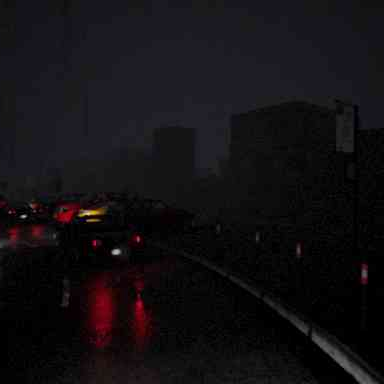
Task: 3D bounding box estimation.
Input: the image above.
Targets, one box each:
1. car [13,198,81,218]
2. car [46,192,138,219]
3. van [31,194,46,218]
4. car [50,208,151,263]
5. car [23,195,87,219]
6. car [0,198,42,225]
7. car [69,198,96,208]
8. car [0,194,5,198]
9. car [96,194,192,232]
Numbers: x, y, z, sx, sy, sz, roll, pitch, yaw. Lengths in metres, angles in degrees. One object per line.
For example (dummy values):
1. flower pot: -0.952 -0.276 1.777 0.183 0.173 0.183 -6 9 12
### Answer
1. car: -13.265 1.369 30.660 5.366 1.575 1.946 -1 0 -39
2. car: -5.784 1.009 21.091 5.566 2.045 2.435 -1 0 -39
3. van: -9.755 1.078 25.844 4.442 1.987 1.878 -1 0 -39
4. car: -3.380 1.437 11.497 1.895 1.301 4.718 -1 1 -33
5. car: -11.599 1.208 28.257 4.553 1.767 2.185 -1 0 -39
6. car: -11.995 1.386 22.678 1.812 1.442 4.674 -1 0 -39
7. car: -3.916 1.256 18.849 5.008 1.535 2.097 -1 0 -39
8. car: -18.794 1.223 31.110 2.150 2.045 5.566 -1 0 -39
9. car: -2.016 1.127 16.482 4.553 1.767 2.185 -1 0 -39
